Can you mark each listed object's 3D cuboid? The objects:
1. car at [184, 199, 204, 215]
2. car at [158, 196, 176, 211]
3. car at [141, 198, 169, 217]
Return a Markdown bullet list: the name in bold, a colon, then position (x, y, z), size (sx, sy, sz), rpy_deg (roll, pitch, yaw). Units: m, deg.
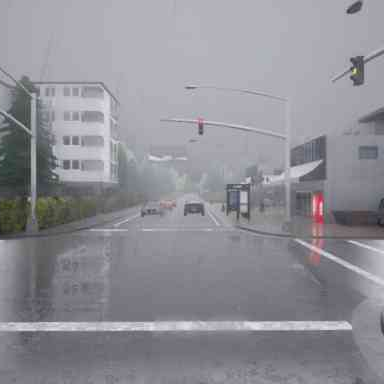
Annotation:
- **car**: position (0.203, 1.477, 33.442), size (1.882, 1.535, 5.008), rpy_deg (0, 0, 0)
- **car**: position (-3.497, 1.352, 40.733), size (2.097, 1.767, 4.553), rpy_deg (0, 0, 0)
- **car**: position (-3.527, 1.564, 31.031), size (1.994, 1.385, 4.181), rpy_deg (0, 0, 0)
